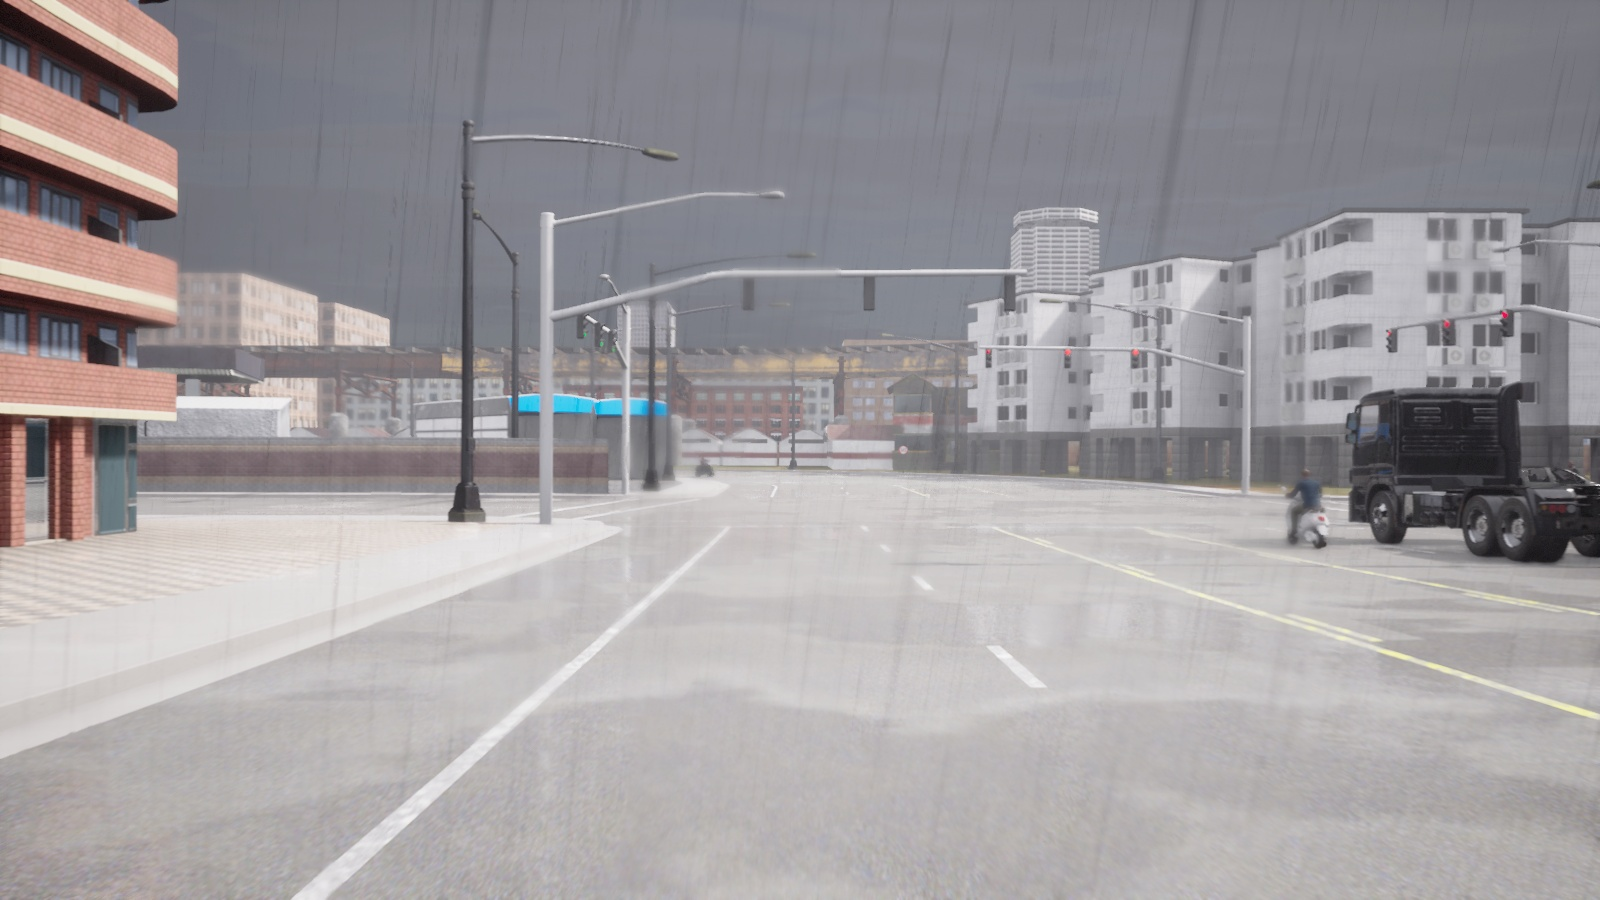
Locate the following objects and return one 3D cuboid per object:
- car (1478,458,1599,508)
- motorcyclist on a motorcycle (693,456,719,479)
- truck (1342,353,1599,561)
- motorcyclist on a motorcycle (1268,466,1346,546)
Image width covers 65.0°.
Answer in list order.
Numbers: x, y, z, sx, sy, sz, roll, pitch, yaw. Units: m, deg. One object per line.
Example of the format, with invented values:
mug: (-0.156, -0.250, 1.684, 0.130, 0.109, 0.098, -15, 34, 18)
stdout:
car: (25.658, 1.108, 42.912, 3.988, 1.617, 1.851, 0, 0, -1)
motorcyclist on a motorcycle: (-6.757, 1.237, 90.106, 0.766, 1.649, 2.350, -1, 0, -36)
truck: (13.936, 0.160, 24.923, 2.891, 3.462, 7.936, 0, -1, 0)
motorcyclist on a motorcycle: (10.437, 1.118, 25.923, 0.866, 1.590, 1.817, 0, -1, 0)
